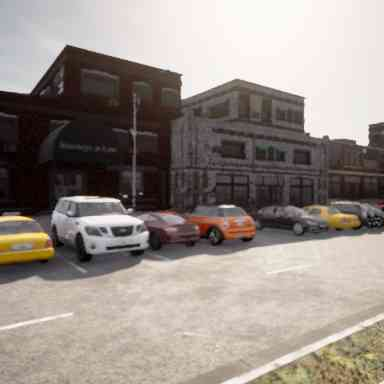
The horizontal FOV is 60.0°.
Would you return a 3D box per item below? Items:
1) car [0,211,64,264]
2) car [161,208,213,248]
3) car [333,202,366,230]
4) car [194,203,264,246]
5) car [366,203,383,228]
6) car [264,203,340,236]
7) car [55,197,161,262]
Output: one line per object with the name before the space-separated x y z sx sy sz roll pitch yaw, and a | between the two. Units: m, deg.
car | -6.097 1.464 11.178 1.946 1.575 5.366 0 0 -35
car | -1.458 1.512 14.236 2.002 1.452 4.674 0 0 -35
car | 7.602 1.543 20.888 1.946 1.575 5.366 1 0 -35
car | 0.826 1.360 15.819 2.185 1.767 4.553 0 0 -35
car | 9.897 1.441 22.254 2.185 1.767 4.553 1 0 -35
car | 5.438 1.526 19.134 2.231 1.521 4.892 1 0 -35
car | -3.706 1.214 12.610 2.435 2.045 5.566 0 0 -35
